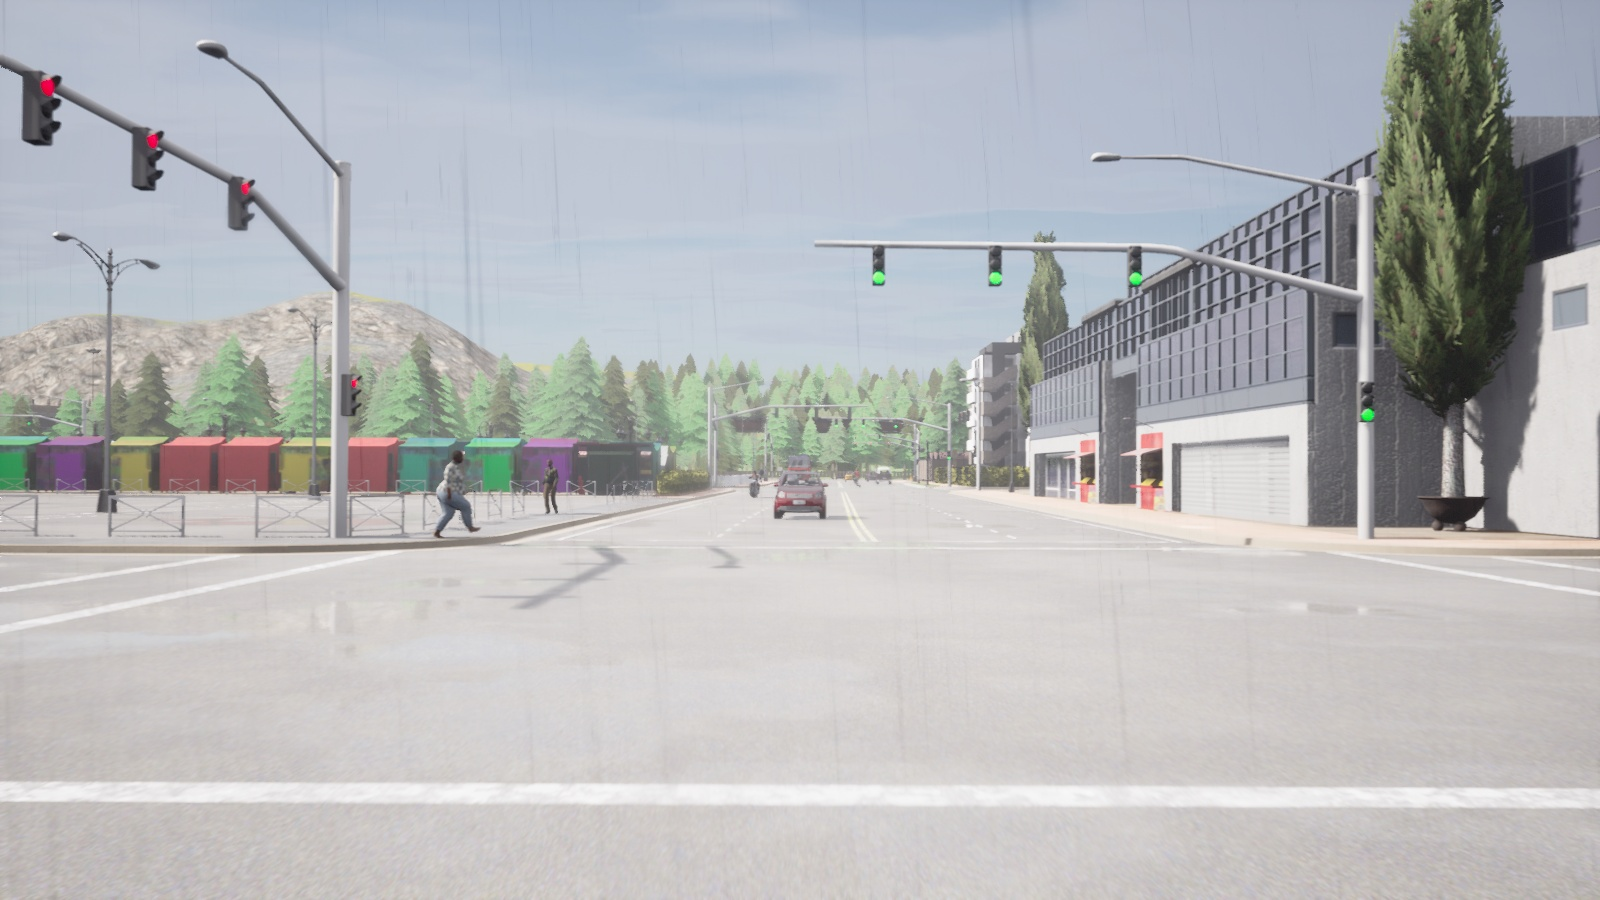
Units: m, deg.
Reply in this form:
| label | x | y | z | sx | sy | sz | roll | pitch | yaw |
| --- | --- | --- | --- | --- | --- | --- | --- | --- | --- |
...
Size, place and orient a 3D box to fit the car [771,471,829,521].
| label | x | y | z | sx | sy | sz | roll | pitch | yaw |
| --- | --- | --- | --- | --- | --- | --- | --- | --- | --- |
| car | 0.049 | 1.484 | 41.269 | 1.789 | 1.549 | 3.705 | 0 | -1 | 2 |

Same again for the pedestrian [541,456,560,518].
| label | x | y | z | sx | sy | sz | roll | pitch | yaw |
| --- | --- | --- | --- | --- | --- | --- | --- | --- | --- |
| pedestrian | -7.929 | 1.173 | 39.911 | 0.395 | 1.930 | 0.692 | 0 | -1 | 9 |

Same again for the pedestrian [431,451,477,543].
| label | x | y | z | sx | sy | sz | roll | pitch | yaw |
| --- | --- | --- | --- | --- | --- | --- | --- | --- | --- |
| pedestrian | -7.087 | 0.950 | 25.755 | 0.900 | 1.855 | 0.874 | 0 | -1 | -15 |
